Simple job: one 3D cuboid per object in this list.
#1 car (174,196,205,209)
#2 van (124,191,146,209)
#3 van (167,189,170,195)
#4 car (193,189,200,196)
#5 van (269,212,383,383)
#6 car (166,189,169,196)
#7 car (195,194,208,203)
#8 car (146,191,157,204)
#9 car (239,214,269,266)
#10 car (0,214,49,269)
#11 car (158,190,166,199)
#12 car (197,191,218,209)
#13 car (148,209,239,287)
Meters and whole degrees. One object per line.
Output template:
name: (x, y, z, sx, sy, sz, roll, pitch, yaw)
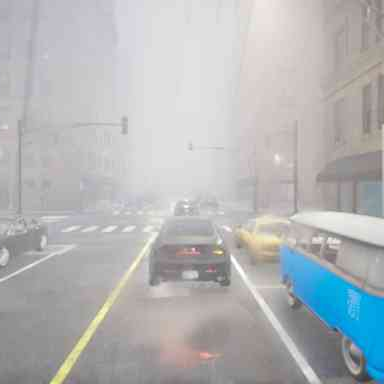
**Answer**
car: (-0.396, 1.288, 24.630, 2.033, 1.411, 5.357, 0, 1, -1)
van: (-6.618, 0.935, 37.764, 1.690, 1.788, 3.998, 0, 1, -1)
van: (-7.749, 0.257, 93.610, 1.690, 1.788, 3.998, 0, 1, -1)
car: (1.679, 0.779, 49.121, 2.192, 1.841, 5.009, 0, 1, -1)
van: (2.571, 1.284, 5.098, 1.690, 1.788, 3.998, 0, 1, -1)
car: (-7.523, 0.624, 82.444, 1.947, 1.339, 4.313, 0, 1, -1)
car: (1.566, 0.965, 54.707, 1.947, 1.339, 4.313, 0, 1, -1)
car: (-6.844, 0.784, 48.934, 2.192, 1.841, 5.009, 0, 1, -1)
car: (2.453, 1.406, 10.938, 1.752, 1.417, 4.829, 0, 1, -1)
car: (-6.067, 1.438, 10.578, 2.008, 1.369, 4.403, 0, 1, -1)
car: (-7.296, 0.745, 71.275, 1.887, 1.381, 4.507, 0, 1, -1)
car: (1.906, 1.029, 37.956, 1.967, 1.590, 4.097, 0, 1, -1)
car: (-0.082, 1.404, 9.037, 1.837, 1.490, 4.892, 0, 0, -1)
